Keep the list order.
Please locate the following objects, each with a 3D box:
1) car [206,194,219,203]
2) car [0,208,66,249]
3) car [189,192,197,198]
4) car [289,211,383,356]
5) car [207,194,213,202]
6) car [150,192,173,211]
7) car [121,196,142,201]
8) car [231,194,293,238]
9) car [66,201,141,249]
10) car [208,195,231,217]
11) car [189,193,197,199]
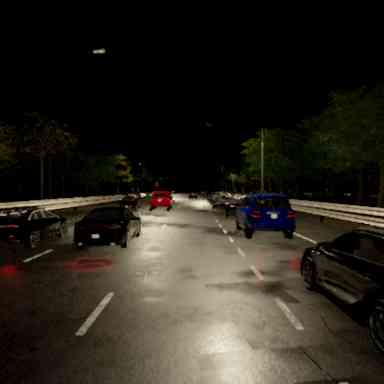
[{"bbox_3d":[3.667,1.135,60.852,2.033,1.411,5.357,0,0,0],"label":"car"},{"bbox_3d":[-6.889,1.396,13.998,2.128,1.511,4.902,0,0,0],"label":"car"},{"bbox_3d":[0.295,0.883,94.274,2.128,1.511,4.902,0,0,0],"label":"car"},{"bbox_3d":[3.503,1.391,5.891,2.033,1.649,4.856,0,0,0],"label":"car"},{"bbox_3d":[3.625,1.156,49.853,2.128,1.511,4.902,0,0,0],"label":"car"},{"bbox_3d":[-3.327,0.972,36.983,2.150,2.045,5.566,0,1,0],"label":"car"},{"bbox_3d":[-6.827,1.255,36.936,1.837,1.490,4.892,0,1,0],"label":"car"},{"bbox_3d":[3.517,1.107,16.905,2.150,2.045,5.566,0,0,0],"label":"car"},{"bbox_3d":[-3.388,1.380,14.174,1.882,1.535,5.008,0,1,0],"label":"car"},{"bbox_3d":[3.231,1.299,28.489,2.128,1.511,4.902,0,0,-11],"label":"car"},{"bbox_3d":[0.239,1.006,79.692,1.994,1.385,4.181,0,0,0],"label":"car"}]
